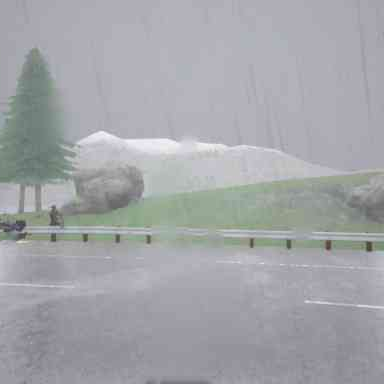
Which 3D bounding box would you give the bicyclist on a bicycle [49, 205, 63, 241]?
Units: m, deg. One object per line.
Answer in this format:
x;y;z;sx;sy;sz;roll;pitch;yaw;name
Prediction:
-6.256;1.347;15.368;0.582;1.620;1.656;-2;-43;-37;bicyclist on a bicycle

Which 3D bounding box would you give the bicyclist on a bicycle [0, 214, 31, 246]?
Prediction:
-7.731;1.730;14.679;0.582;1.656;1.620;-2;1;19;bicyclist on a bicycle
